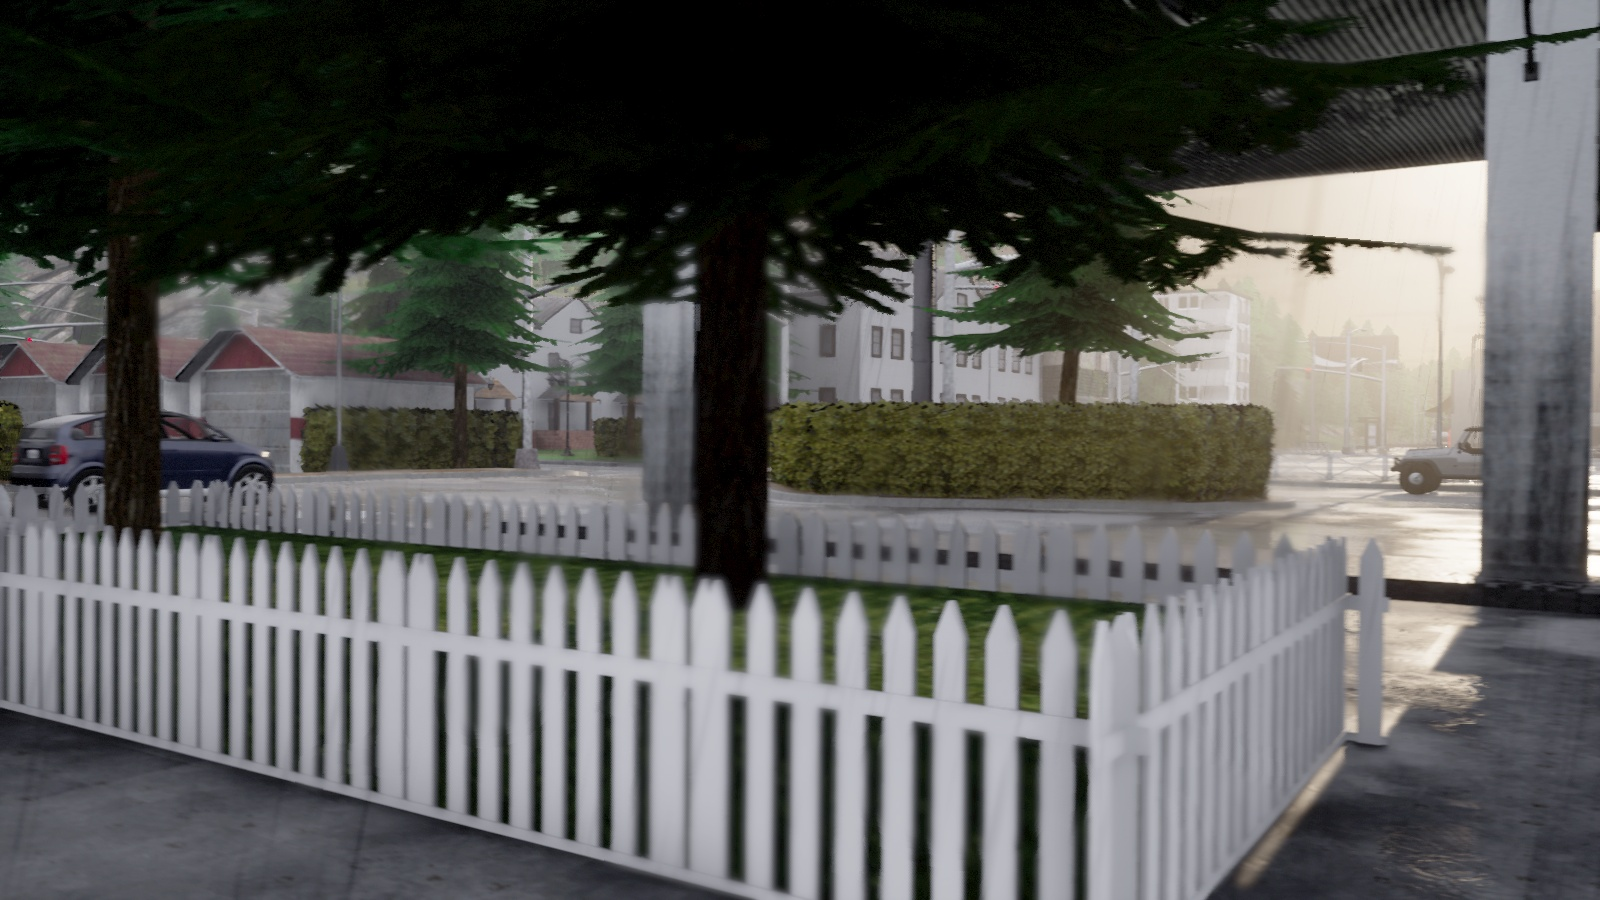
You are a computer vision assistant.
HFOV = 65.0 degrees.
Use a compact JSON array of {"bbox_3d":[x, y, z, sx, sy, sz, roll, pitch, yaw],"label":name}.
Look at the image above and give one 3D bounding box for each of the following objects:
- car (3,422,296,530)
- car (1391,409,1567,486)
[{"bbox_3d":[-10.256,0.338,20.019,1.789,1.549,3.705,0,1,36],"label":"car"},{"bbox_3d":[17.633,-0.078,32.661,3.866,1.878,1.905,0,1,34],"label":"car"}]
